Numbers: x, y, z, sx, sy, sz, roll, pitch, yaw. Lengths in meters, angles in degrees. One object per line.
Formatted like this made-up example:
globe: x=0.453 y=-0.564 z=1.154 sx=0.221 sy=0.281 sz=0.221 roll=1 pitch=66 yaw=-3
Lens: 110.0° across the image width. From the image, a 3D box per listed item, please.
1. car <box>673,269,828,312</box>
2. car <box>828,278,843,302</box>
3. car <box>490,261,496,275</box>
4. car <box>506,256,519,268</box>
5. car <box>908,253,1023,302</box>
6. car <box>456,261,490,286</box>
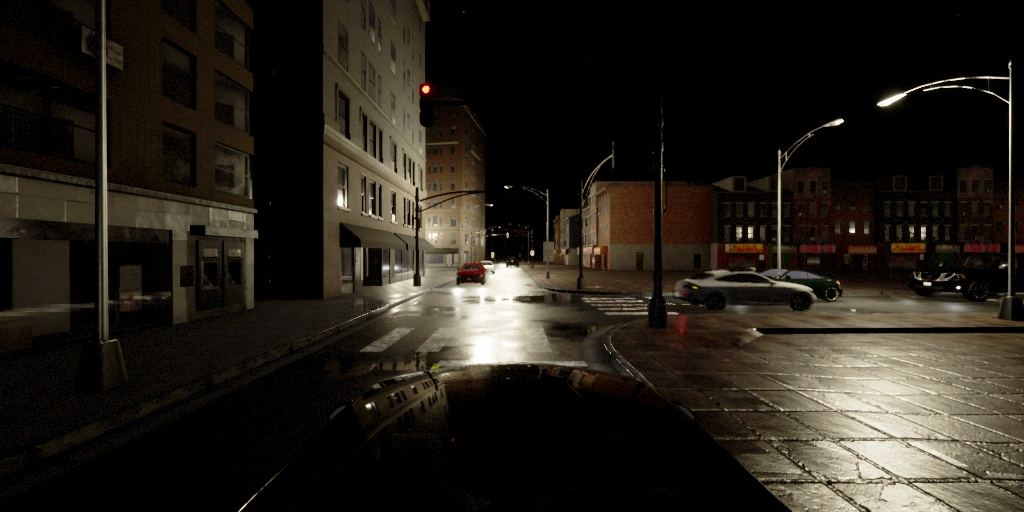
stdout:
car: x=8.580 y=1.242 z=13.464 sx=4.674 sy=1.442 sz=1.812 roll=0 pitch=0 yaw=4
car: x=12.042 y=1.261 z=15.988 sx=4.181 sy=1.385 sz=1.994 roll=0 pitch=0 yaw=0
car: x=-2.847 y=1.281 z=39.440 sx=1.812 sy=1.442 sz=4.674 roll=0 pitch=0 yaw=0
car: x=0.080 y=0.991 z=61.384 sx=2.150 sy=2.045 sz=5.566 roll=0 pitch=0 yaw=0
car: x=21.320 y=0.884 z=16.038 sx=5.566 sy=2.045 sz=2.150 roll=0 pitch=0 yaw=0
car: x=-2.786 y=1.229 z=25.349 sx=1.882 sy=1.535 sz=5.008 roll=0 pitch=0 yaw=-1
